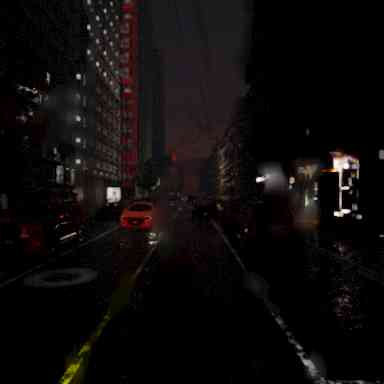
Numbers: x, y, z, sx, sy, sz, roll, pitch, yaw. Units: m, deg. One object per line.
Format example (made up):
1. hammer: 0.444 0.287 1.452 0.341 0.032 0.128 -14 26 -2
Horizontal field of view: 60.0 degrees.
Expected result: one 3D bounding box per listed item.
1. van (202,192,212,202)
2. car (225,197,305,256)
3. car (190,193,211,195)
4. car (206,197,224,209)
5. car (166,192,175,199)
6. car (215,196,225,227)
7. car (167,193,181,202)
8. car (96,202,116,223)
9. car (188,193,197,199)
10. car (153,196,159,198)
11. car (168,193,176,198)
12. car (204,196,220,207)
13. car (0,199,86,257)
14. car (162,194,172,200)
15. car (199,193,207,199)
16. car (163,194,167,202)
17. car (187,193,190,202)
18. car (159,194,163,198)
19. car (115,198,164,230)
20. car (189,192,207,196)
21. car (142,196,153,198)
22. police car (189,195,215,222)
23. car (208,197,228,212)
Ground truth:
1. van: 2.778 0.923 63.678 1.690 1.788 3.998 1 0 0
2. car: 2.718 1.236 12.768 2.192 1.841 5.009 1 0 0
3. car: 0.941 1.234 35.185 1.801 1.575 5.366 0 0 0
4. car: 2.748 1.306 41.052 1.947 1.339 4.313 1 0 0
5. car: -5.577 0.858 86.349 1.967 1.590 4.097 1 0 0
6. car: 2.725 1.202 18.425 2.192 1.841 5.009 1 0 0
7. car: -2.957 1.146 61.333 2.033 1.411 5.357 0 0 1
8. car: -5.652 1.395 24.126 1.887 1.381 4.507 1 0 0
9. car: 0.090 0.924 76.621 1.895 1.301 4.718 0 0 0
10. car: -5.632 1.284 41.096 1.887 1.381 4.507 1 0 0
11. car: -5.572 0.957 92.006 1.802 1.307 4.206 1 0 0
12. car: 2.755 1.252 46.709 2.008 1.369 4.403 1 0 0
13. car: -5.662 1.236 12.811 2.192 1.841 5.009 1 0 0
14. car: -5.592 1.083 75.038 1.802 1.307 4.206 1 0 0
15. car: 2.801 1.000 86.305 1.802 1.307 4.206 1 0 0
16. car: -5.604 1.021 63.724 1.967 1.590 4.097 1 0 0
17. car: 0.072 1.074 61.589 1.882 1.535 5.008 0 0 0
18. car: -5.625 1.266 46.753 1.947 1.339 4.313 1 0 0
19. car: -3.076 1.351 20.511 1.882 1.535 5.008 0 0 0
20. car: 0.865 1.195 41.183 1.801 1.575 5.366 0 0 0
21. car: -5.639 1.359 35.440 1.802 1.307 4.206 1 0 0
22. police car: 0.930 1.270 25.104 1.930 1.638 5.238 0 0 0
23. car: 2.743 1.302 35.566 1.752 1.417 4.829 1 0 0
